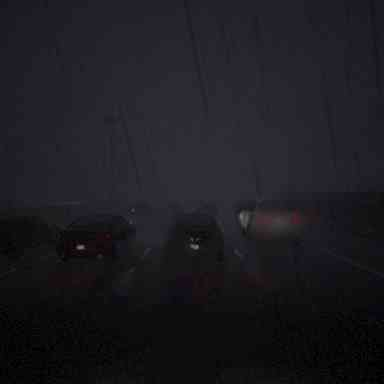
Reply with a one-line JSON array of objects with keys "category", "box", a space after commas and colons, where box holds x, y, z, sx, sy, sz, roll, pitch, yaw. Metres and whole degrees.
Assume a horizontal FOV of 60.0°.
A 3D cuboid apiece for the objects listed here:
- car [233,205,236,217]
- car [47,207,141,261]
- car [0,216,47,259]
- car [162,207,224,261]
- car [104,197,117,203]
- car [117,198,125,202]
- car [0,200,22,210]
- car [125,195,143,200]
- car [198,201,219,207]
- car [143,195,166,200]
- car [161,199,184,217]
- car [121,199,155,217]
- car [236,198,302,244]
[{"category": "car", "box": [5.165, 1.681, 33.212, 1.837, 1.490, 4.892, 0, 0, 8]}, {"category": "car", "box": [-3.383, 1.546, 12.619, 1.882, 1.535, 5.008, 0, 0, 0]}, {"category": "car", "box": [-6.882, 1.618, 12.846, 2.033, 1.411, 5.357, 0, 0, 0]}, {"category": "car", "box": [0.117, 1.545, 12.638, 1.882, 1.535, 5.008, 0, 0, 0]}, {"category": "car", "box": [-17.138, 1.910, 72.023, 1.812, 1.442, 4.674, 0, 0, 21]}, {"category": "car", "box": [-13.475, 1.885, 71.772, 1.837, 1.490, 4.892, 0, 0, 21]}, {"category": "car", "box": [-16.724, 1.508, 28.590, 2.097, 1.767, 4.553, 0, 0, 6]}, {"category": "car", "box": [-10.894, 1.593, 68.780, 2.150, 2.045, 5.566, 0, 0, 21]}, {"category": "car", "box": [1.618, 1.668, 33.099, 2.128, 1.511, 4.902, 0, 0, 8]}, {"category": "car", "box": [-7.229, 1.586, 68.528, 2.150, 2.045, 5.566, 0, 0, 21]}, {"category": "car", "box": [-1.827, 1.744, 33.659, 1.994, 1.385, 4.181, 0, 0, 8]}, {"category": "car", "box": [-5.331, 1.745, 33.787, 1.994, 1.385, 4.181, 0, 0, 8]}, {"category": "car", "box": [3.677, 1.308, 16.409, 2.150, 2.045, 5.566, 0, 0, 1]}]
